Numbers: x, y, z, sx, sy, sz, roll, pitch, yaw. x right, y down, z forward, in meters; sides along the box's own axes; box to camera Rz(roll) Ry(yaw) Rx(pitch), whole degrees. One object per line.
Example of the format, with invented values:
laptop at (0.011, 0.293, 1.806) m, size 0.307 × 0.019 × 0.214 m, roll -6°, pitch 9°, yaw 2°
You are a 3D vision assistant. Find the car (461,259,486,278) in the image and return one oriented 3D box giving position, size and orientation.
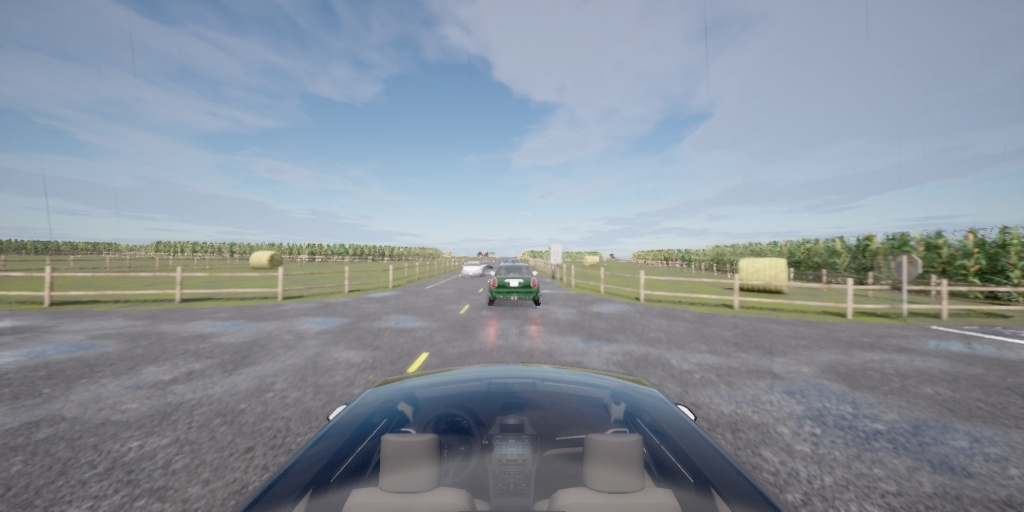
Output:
car at (-3.690, 1.248, 34.331) m, size 1.812 × 1.442 × 4.674 m, roll 0°, pitch 0°, yaw 0°

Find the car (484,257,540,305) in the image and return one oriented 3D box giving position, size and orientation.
car at (0.077, 1.093, 16.019) m, size 2.097 × 1.767 × 4.553 m, roll 0°, pitch 0°, yaw 0°

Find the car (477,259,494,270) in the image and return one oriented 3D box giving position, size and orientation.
car at (-3.766, 1.185, 52.529) m, size 2.128 × 1.511 × 4.902 m, roll 0°, pitch 0°, yaw 0°
